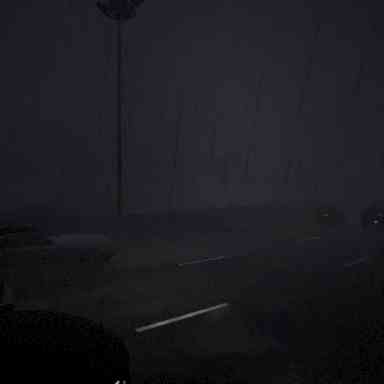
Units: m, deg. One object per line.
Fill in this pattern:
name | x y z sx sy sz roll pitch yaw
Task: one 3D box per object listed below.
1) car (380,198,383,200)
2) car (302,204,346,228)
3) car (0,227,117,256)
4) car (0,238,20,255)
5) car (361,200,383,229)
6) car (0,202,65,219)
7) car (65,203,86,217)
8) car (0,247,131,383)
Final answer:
car | 20.281 1.266 33.466 2.150 2.045 5.566 0 0 29
car | 9.058 1.563 22.744 1.812 1.442 4.674 0 0 39
car | -4.598 1.632 9.328 4.718 1.301 1.895 0 0 -38
car | -5.102 1.621 4.481 4.718 1.301 1.895 0 0 -35
car | 12.179 1.521 21.167 2.128 1.511 4.902 0 0 38
car | -12.769 1.574 25.427 4.902 1.511 2.128 0 0 -41
car | -12.455 1.641 30.359 5.357 1.411 2.033 0 0 -44
car | -2.801 1.488 1.963 5.008 1.535 1.882 0 0 -35
